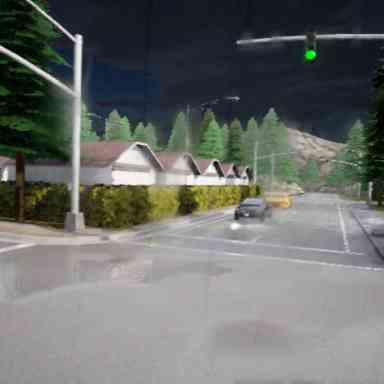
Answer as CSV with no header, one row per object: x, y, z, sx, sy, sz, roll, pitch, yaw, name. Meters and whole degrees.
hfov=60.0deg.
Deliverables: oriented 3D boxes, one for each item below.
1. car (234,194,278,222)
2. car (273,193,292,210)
4.213,1.060,22.122,1.812,1.442,4.674,3,2,23,car
8.335,0.820,31.746,1.882,1.535,5.008,3,2,24,car
